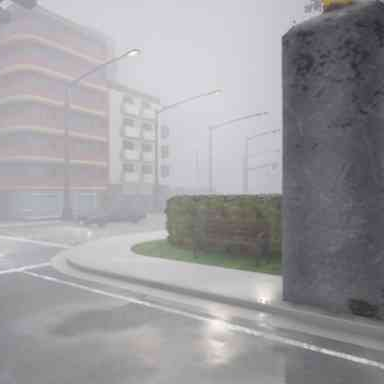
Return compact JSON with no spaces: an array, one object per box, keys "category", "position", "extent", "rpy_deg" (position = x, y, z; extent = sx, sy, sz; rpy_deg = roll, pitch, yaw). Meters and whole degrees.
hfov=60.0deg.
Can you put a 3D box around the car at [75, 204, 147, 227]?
[{"category":"car","position":[-5.606,1.583,23.720],"extent":[2.033,1.411,5.357],"rpy_deg":[0,0,36]}]
